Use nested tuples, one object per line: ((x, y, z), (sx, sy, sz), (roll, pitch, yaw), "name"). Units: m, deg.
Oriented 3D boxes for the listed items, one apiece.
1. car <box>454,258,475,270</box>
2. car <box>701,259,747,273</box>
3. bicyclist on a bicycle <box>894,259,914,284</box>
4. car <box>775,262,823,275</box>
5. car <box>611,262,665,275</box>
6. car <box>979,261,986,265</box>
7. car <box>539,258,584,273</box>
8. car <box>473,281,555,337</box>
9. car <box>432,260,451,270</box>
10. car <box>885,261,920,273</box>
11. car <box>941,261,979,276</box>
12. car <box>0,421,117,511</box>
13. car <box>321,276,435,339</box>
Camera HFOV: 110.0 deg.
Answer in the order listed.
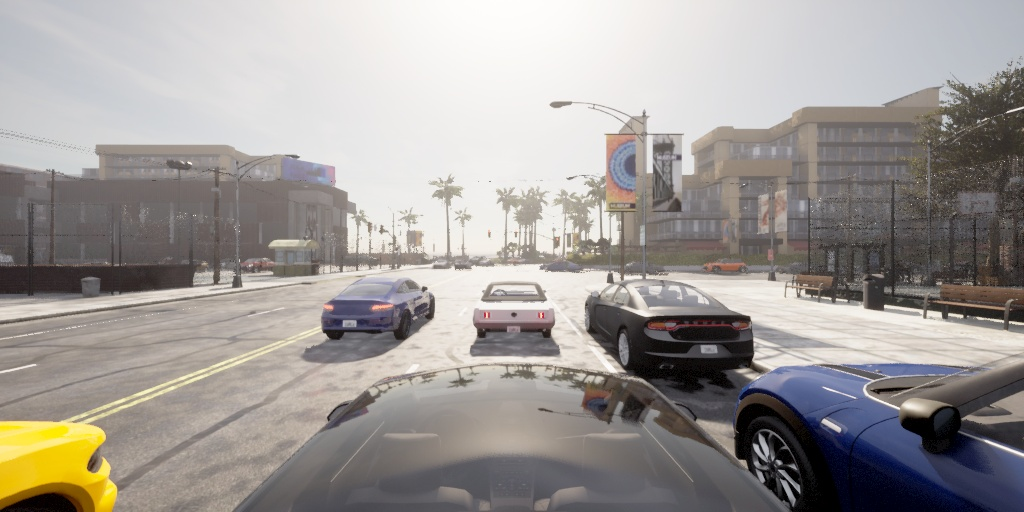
((-6.965, 1.351, 50.977), (1.895, 1.301, 4.718), (0, 0, 2), "car")
((24.773, 1.103, 42.031), (4.553, 1.767, 2.097), (0, 0, 0), "car")
((26.068, 1.050, 24.063), (0.582, 1.620, 1.656), (0, 0, -1), "bicyclist on a bicycle")
((30.866, 1.314, 38.580), (4.181, 1.385, 1.994), (0, 0, 0), "car")
((13.501, 1.298, 38.519), (5.357, 1.411, 2.033), (0, 0, 2), "car")
((45.198, 1.241, 31.624), (4.902, 1.511, 2.128), (0, 0, -1), "car")
((6.082, 1.298, 44.189), (5.357, 1.411, 2.033), (0, 0, 32), "car")
((0.061, 1.351, 10.233), (1.895, 1.301, 4.718), (0, 0, 0), "car")
((-10.407, 1.297, 53.496), (2.033, 1.411, 5.357), (0, 0, 2), "car")
((44.836, 1.267, 42.125), (4.892, 1.490, 1.837), (0, 0, 0), "car")
((45.165, 1.241, 35.124), (4.902, 1.511, 2.128), (0, 0, -1), "car")
((-3.402, 1.228, 0.121), (1.882, 1.535, 5.008), (0, 0, 0), "car")
((-3.441, 1.276, 9.938), (1.812, 1.442, 4.674), (0, 0, 0), "car")
